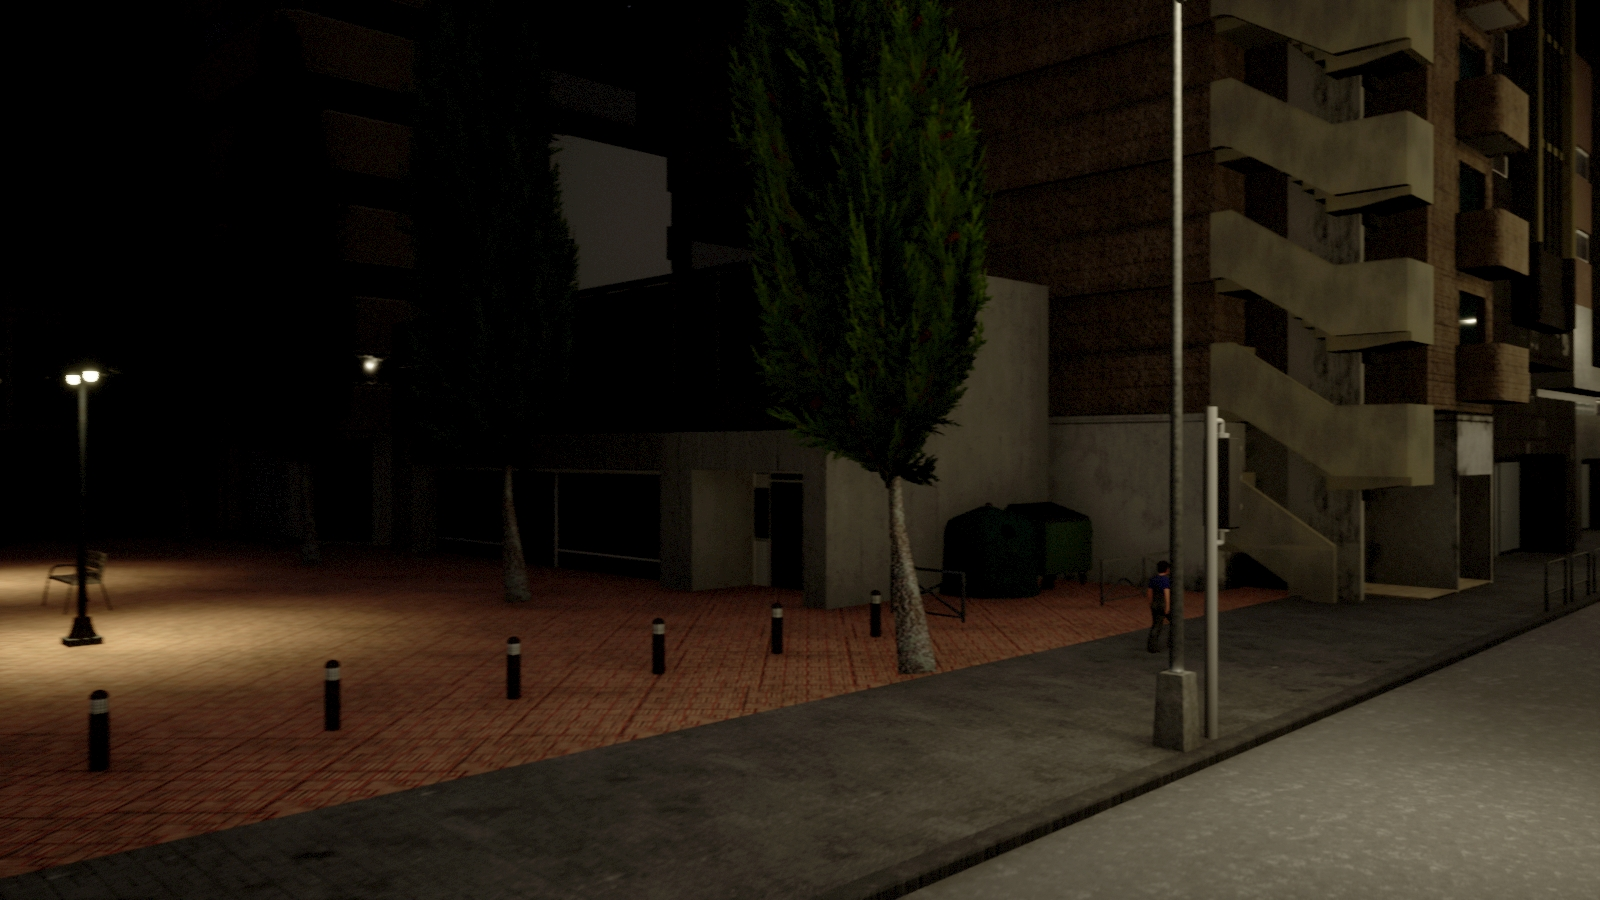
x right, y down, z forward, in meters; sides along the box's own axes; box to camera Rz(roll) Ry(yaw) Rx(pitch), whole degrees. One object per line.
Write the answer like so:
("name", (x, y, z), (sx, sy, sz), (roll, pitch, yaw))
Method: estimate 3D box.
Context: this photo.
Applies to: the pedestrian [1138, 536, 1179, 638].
("pedestrian", (4.790, 1.821, 15.254), (0.375, 1.300, 0.375), (0, 0, -38))
